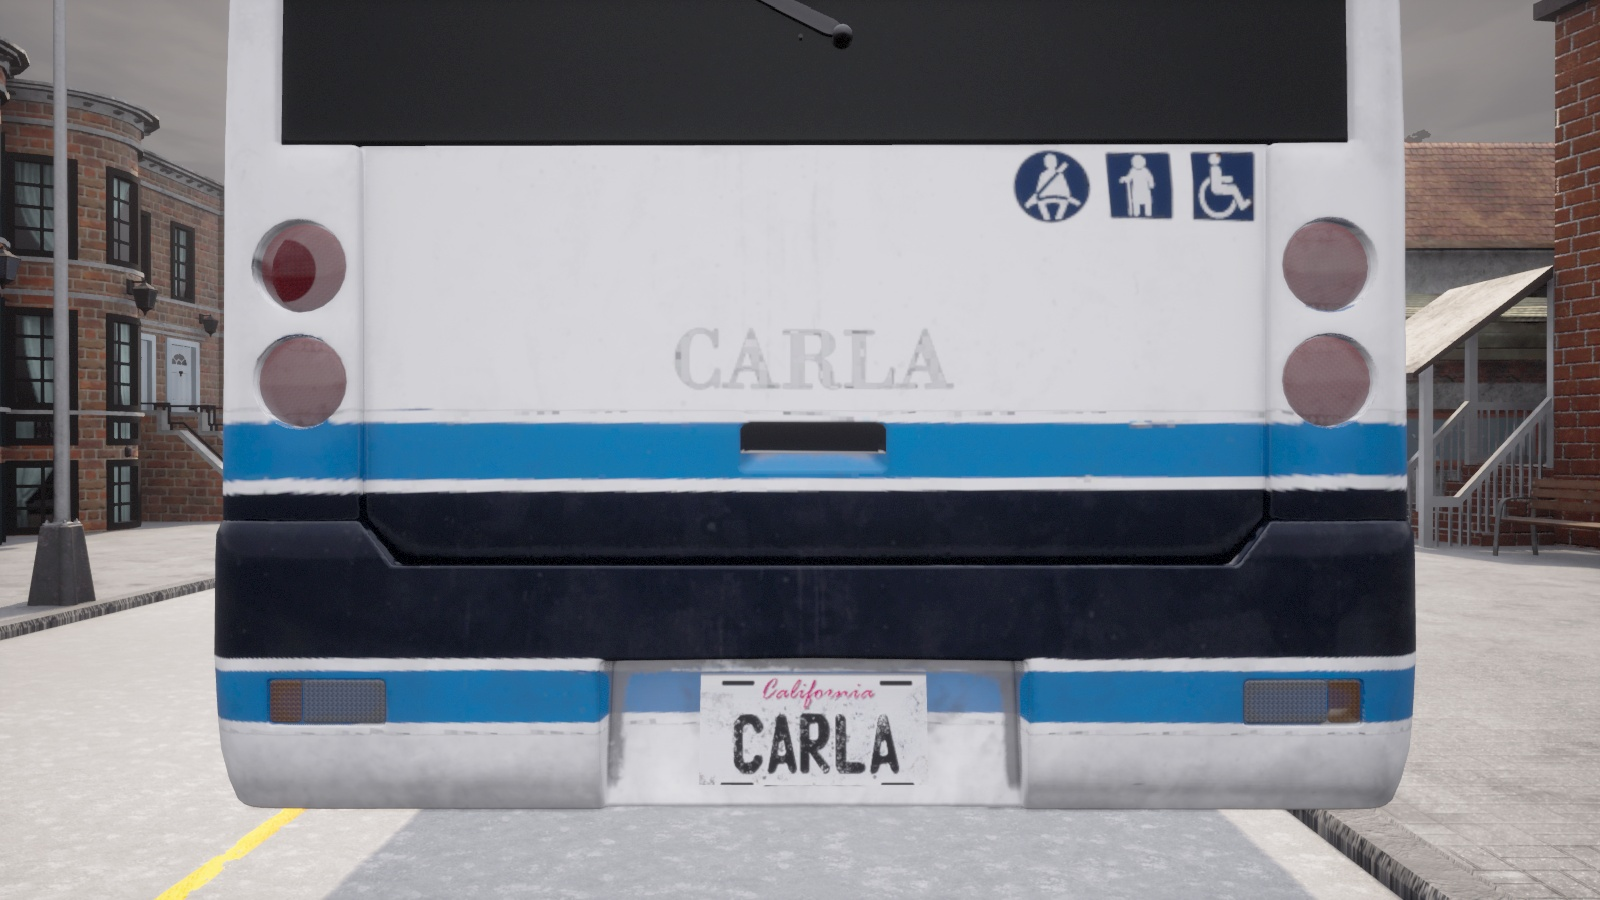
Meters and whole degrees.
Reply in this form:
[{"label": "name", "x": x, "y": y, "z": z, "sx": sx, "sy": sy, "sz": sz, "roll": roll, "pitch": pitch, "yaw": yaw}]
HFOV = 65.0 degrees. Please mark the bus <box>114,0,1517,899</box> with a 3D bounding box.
[{"label": "bus", "x": 0.066, "y": -0.679, "z": 8.669, "sx": 3.944, "sy": 4.253, "sz": 10.273, "roll": 0, "pitch": 0, "yaw": 0}]
